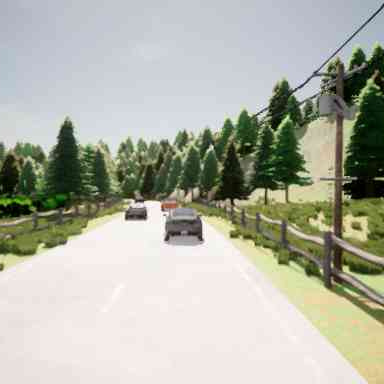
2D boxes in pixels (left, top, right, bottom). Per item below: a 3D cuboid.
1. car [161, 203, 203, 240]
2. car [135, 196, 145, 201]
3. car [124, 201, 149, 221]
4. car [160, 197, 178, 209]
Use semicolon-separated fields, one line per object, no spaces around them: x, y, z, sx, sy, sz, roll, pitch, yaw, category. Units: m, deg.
-0.472;1.559;17.339;1.837;1.490;4.892;0;0;-3;car
-10.912;1.667;69.669;1.882;1.535;5.008;0;0;-11;car
-4.692;1.694;28.602;1.895;1.301;4.718;0;0;-5;car
-2.952;1.483;42.909;2.097;1.767;4.553;0;0;-8;car
